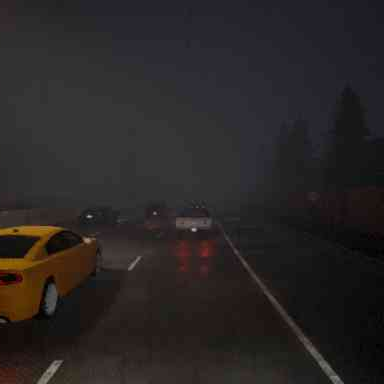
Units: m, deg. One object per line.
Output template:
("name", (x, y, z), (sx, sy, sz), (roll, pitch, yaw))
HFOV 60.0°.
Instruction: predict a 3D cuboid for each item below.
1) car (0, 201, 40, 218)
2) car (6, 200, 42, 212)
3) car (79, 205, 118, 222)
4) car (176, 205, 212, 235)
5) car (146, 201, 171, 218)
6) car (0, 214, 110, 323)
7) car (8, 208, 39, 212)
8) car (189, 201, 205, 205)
("car", (-17.224, 1.612, 32.757), (2.033, 1.411, 5.357), (0, 0, 2))
("car", (-20.515, 1.681, 40.813), (1.895, 1.301, 4.718), (0, 0, 2))
("car", (-6.737, 1.609, 23.979), (1.994, 1.385, 4.181), (0, 0, 1))
("car", (0.155, 1.635, 19.208), (1.895, 1.301, 4.718), (0, 0, 1))
("car", (-3.078, 1.562, 30.627), (1.837, 1.490, 4.892), (0, 0, 1))
("car", (-3.451, 1.492, 7.348), (1.882, 1.535, 5.008), (0, 0, 0))
("car", (-13.866, 1.577, 26.114), (1.812, 1.442, 4.674), (0, 0, 2))
("car", (0.593, 1.666, 37.540), (1.895, 1.301, 4.718), (0, 0, 1))
